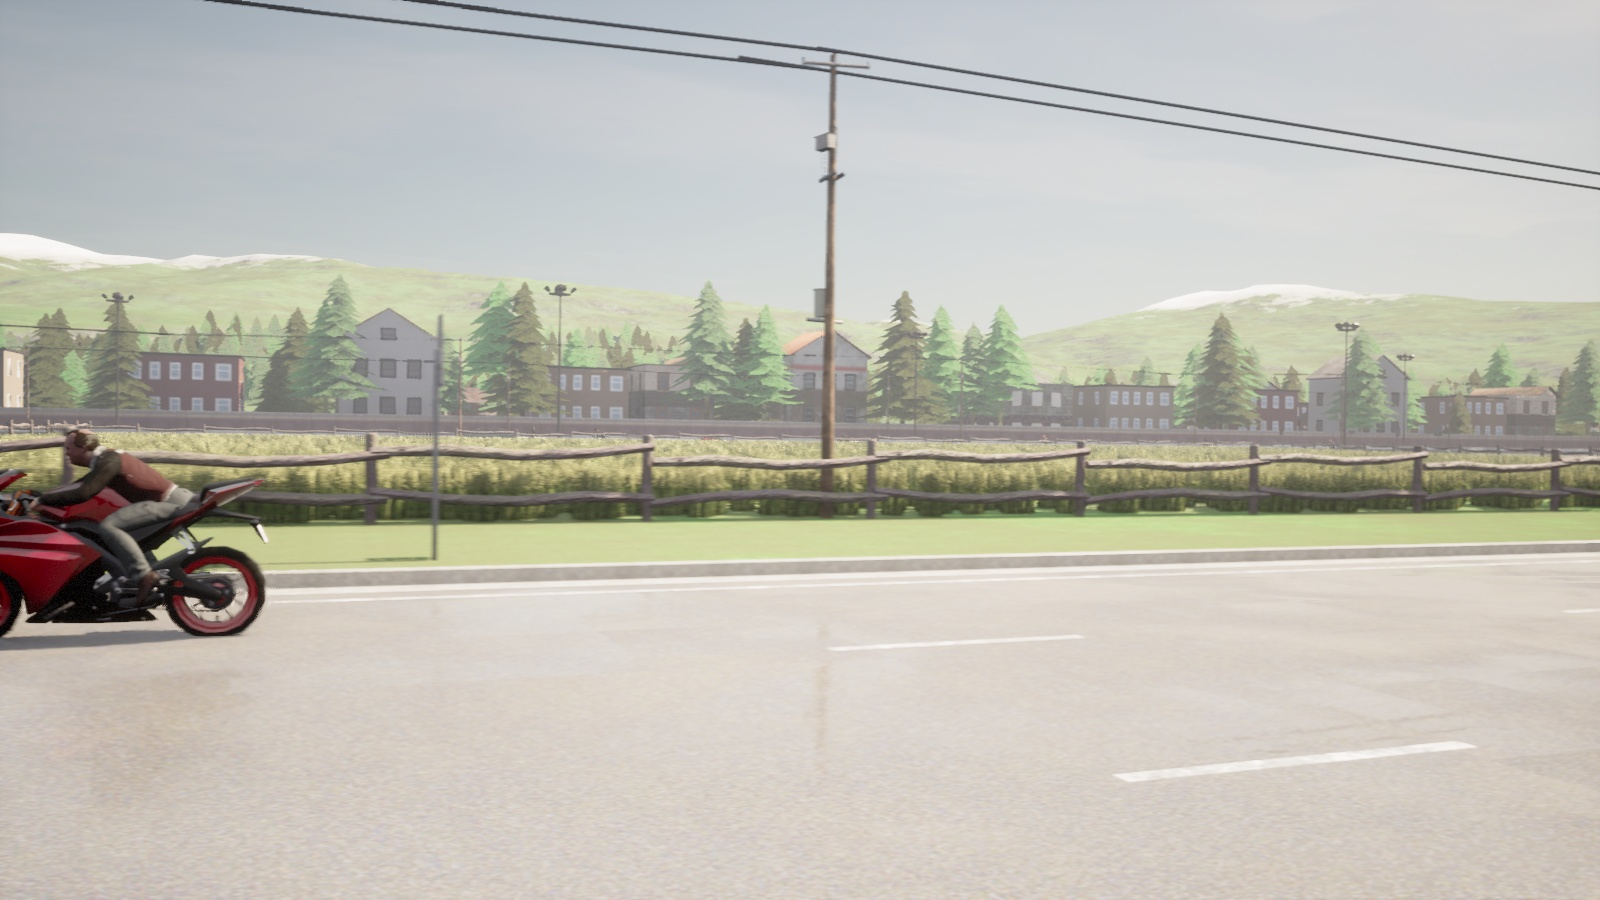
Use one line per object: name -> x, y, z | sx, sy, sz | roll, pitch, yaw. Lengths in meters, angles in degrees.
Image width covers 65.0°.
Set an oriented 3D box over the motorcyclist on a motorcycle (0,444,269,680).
motorcyclist on a motorcycle -> -4.954, 0.739, 8.846 | 2.191, 1.530, 0.866 | -1, 1, -21
